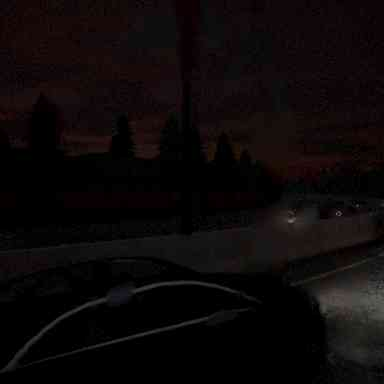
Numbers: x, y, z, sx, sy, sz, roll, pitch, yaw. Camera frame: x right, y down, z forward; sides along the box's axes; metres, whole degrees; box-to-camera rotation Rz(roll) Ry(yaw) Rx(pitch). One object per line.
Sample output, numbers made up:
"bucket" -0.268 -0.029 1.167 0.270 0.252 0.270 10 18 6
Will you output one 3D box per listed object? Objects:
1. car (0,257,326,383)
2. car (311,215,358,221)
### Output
"car" -0.485 1.502 3.618 4.902 1.511 2.128 0 0 -37
"car" 9.980 1.399 23.219 2.097 1.767 4.553 0 0 40
